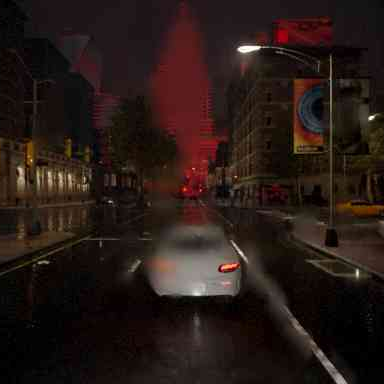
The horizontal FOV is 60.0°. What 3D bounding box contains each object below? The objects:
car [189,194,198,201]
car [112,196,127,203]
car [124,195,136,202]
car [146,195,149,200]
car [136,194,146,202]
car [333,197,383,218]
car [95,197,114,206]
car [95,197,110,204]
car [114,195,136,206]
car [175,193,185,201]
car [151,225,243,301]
[{"bbox_3d":[0.380,1.493,86.462,1.837,1.490,4.892,0,0,0],"label":"car"},{"bbox_3d":[-14.704,1.506,67.832,1.837,1.490,4.892,0,0,0],"label":"car"},{"bbox_3d":[-14.654,1.478,78.841,1.882,1.535,5.008,0,0,0],"label":"car"},{"bbox_3d":[-11.163,1.355,76.815,2.097,1.767,4.553,0,0,0],"label":"car"},{"bbox_3d":[-11.227,1.547,66.607,2.033,1.411,5.357,0,0,1],"label":"car"},{"bbox_3d":[15.157,1.477,29.966,5.008,1.535,1.882,0,0,1],"label":"car"},{"bbox_3d":[-14.834,1.547,56.846,2.033,1.411,5.357,0,0,0],"label":"car"},{"bbox_3d":[-17.956,1.595,66.929,1.895,1.301,4.718,0,0,0],"label":"car"},{"bbox_3d":[-11.336,1.478,56.782,1.882,1.535,5.008,0,0,0],"label":"car"},{"bbox_3d":[-3.119,1.218,86.508,2.150,2.045,5.566,0,0,0],"label":"car"},{"bbox_3d":[0.112,1.526,8.182,1.812,1.442,4.674,0,0,1],"label":"car"}]
